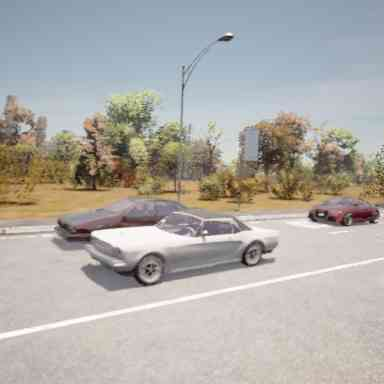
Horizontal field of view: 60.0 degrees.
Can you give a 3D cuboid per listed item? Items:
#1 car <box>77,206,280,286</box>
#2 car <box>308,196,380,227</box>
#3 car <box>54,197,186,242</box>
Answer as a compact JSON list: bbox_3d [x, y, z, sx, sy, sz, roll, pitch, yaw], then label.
[{"bbox_3d":[-0.067,1.162,8.173,4.718,1.301,1.895,0,4,-36],"label":"car"},{"bbox_3d":[8.149,0.955,17.761,4.181,1.385,1.994,0,4,-33],"label":"car"},{"bbox_3d":[-1.687,0.889,11.286,5.357,1.411,2.033,0,3,-33],"label":"car"}]
